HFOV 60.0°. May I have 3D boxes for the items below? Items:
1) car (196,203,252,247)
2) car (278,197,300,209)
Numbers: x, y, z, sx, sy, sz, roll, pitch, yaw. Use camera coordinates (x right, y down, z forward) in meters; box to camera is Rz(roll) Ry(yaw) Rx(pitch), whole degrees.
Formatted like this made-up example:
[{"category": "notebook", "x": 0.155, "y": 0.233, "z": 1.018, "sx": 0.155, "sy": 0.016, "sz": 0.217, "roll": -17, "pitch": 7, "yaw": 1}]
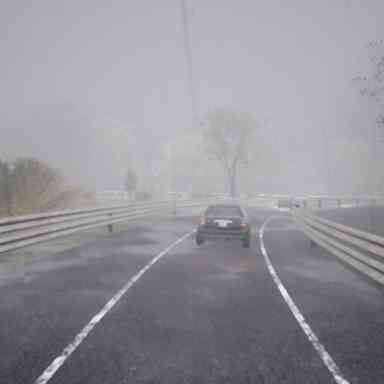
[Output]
[{"category": "car", "x": 1.539, "y": 1.252, "z": 14.771, "sx": 2.097, "sy": 1.767, "sz": 4.553, "roll": 1, "pitch": 0, "yaw": 10}, {"category": "car", "x": 12.811, "y": 1.442, "z": 43.790, "sx": 2.128, "sy": 1.511, "sz": 4.902, "roll": 2, "pitch": 0, "yaw": 32}]
